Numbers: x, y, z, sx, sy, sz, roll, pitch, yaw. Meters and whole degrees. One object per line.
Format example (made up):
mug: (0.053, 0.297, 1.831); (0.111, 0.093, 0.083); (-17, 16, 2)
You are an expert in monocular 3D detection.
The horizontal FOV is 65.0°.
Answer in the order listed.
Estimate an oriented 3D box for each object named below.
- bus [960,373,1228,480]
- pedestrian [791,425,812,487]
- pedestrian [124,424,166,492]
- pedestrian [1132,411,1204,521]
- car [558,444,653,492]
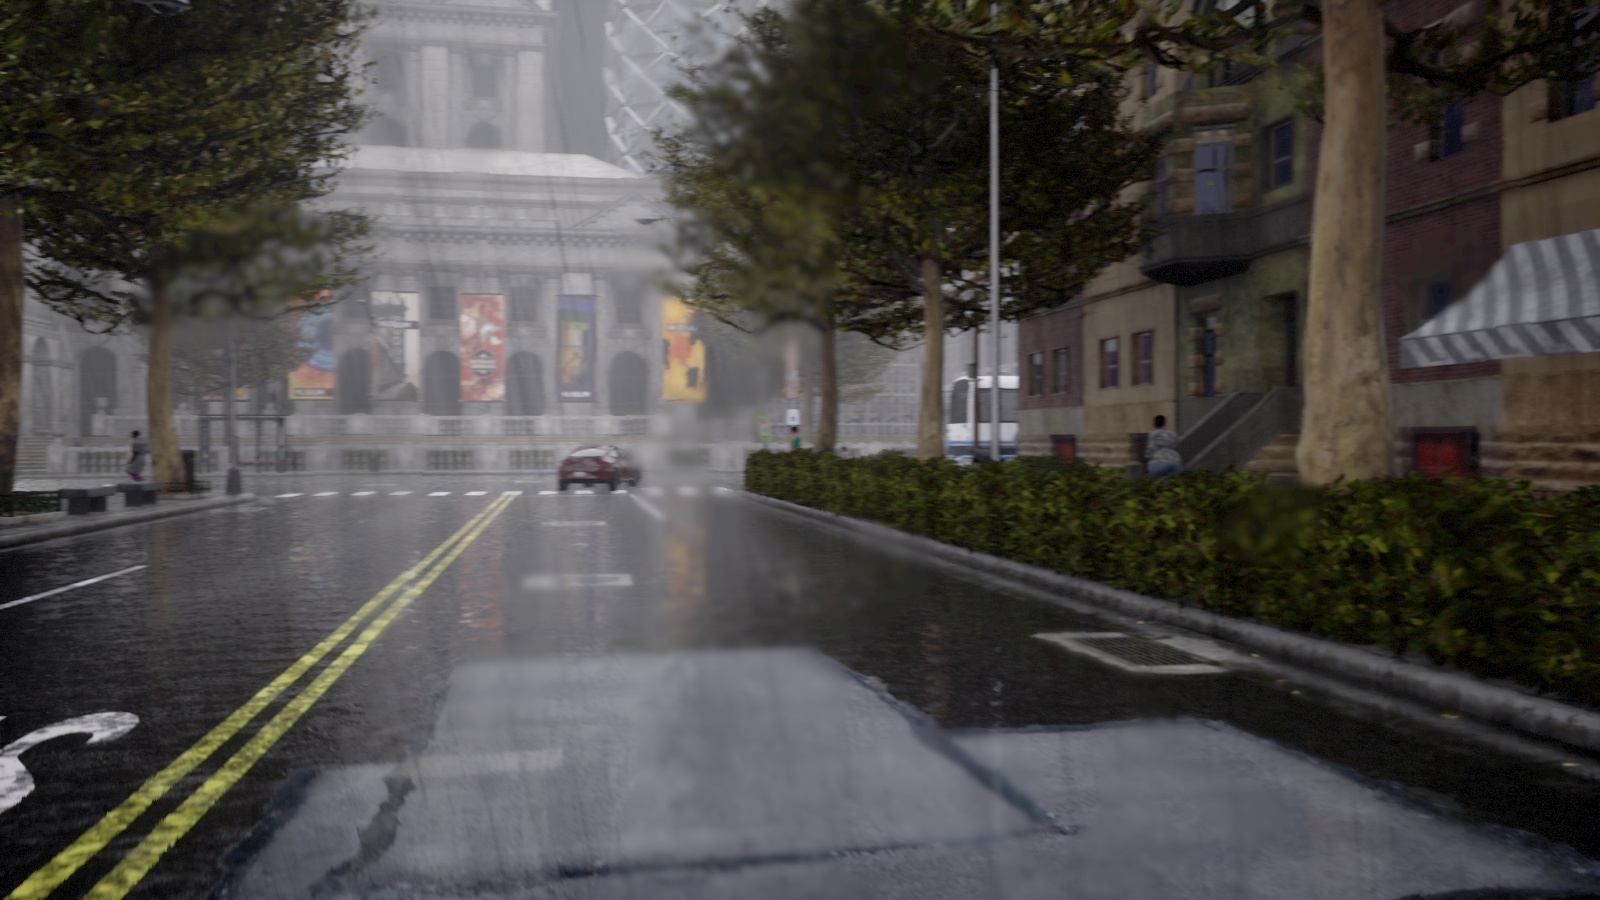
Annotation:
bus: (12.301, -0.954, 53.006); (10.273, 4.253, 3.944); (0, 0, -10)
pedestrian: (0.055, 0.187, 37.631); (0.345, 1.836, 0.594); (0, 0, -37)
pedestrian: (-19.117, 0.225, 36.662); (0.873, 1.952, 0.659); (0, 0, -4)
pedestrian: (6.334, 0.269, 21.649); (0.874, 1.855, 0.900); (0, 0, -10)
car: (-6.238, 0.549, 40.767); (1.812, 1.442, 4.674); (0, 0, 7)
